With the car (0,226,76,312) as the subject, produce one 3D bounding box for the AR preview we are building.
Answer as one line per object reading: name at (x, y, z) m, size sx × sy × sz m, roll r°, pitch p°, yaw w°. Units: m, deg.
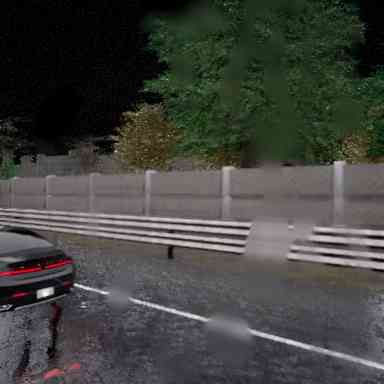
car at (-4.530, 1.504, 7.222) m, size 4.892 × 1.490 × 1.837 m, roll 0°, pitch 0°, yaw 36°
